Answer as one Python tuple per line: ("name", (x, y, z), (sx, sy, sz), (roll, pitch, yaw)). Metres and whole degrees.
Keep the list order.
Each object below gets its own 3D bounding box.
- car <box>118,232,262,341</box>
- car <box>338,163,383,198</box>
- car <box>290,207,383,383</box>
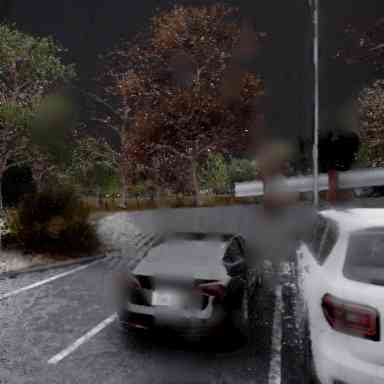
("car", (0.269, 1.514, 6.704), (2.163, 1.488, 4.792), (0, -1, 16))
("car", (7.260, -0.627, 10.331), (5.357, 1.411, 2.033), (-5, -3, 36))
("car", (2.734, 1.235, 4.952), (2.435, 2.045, 5.566), (0, -1, 16))
